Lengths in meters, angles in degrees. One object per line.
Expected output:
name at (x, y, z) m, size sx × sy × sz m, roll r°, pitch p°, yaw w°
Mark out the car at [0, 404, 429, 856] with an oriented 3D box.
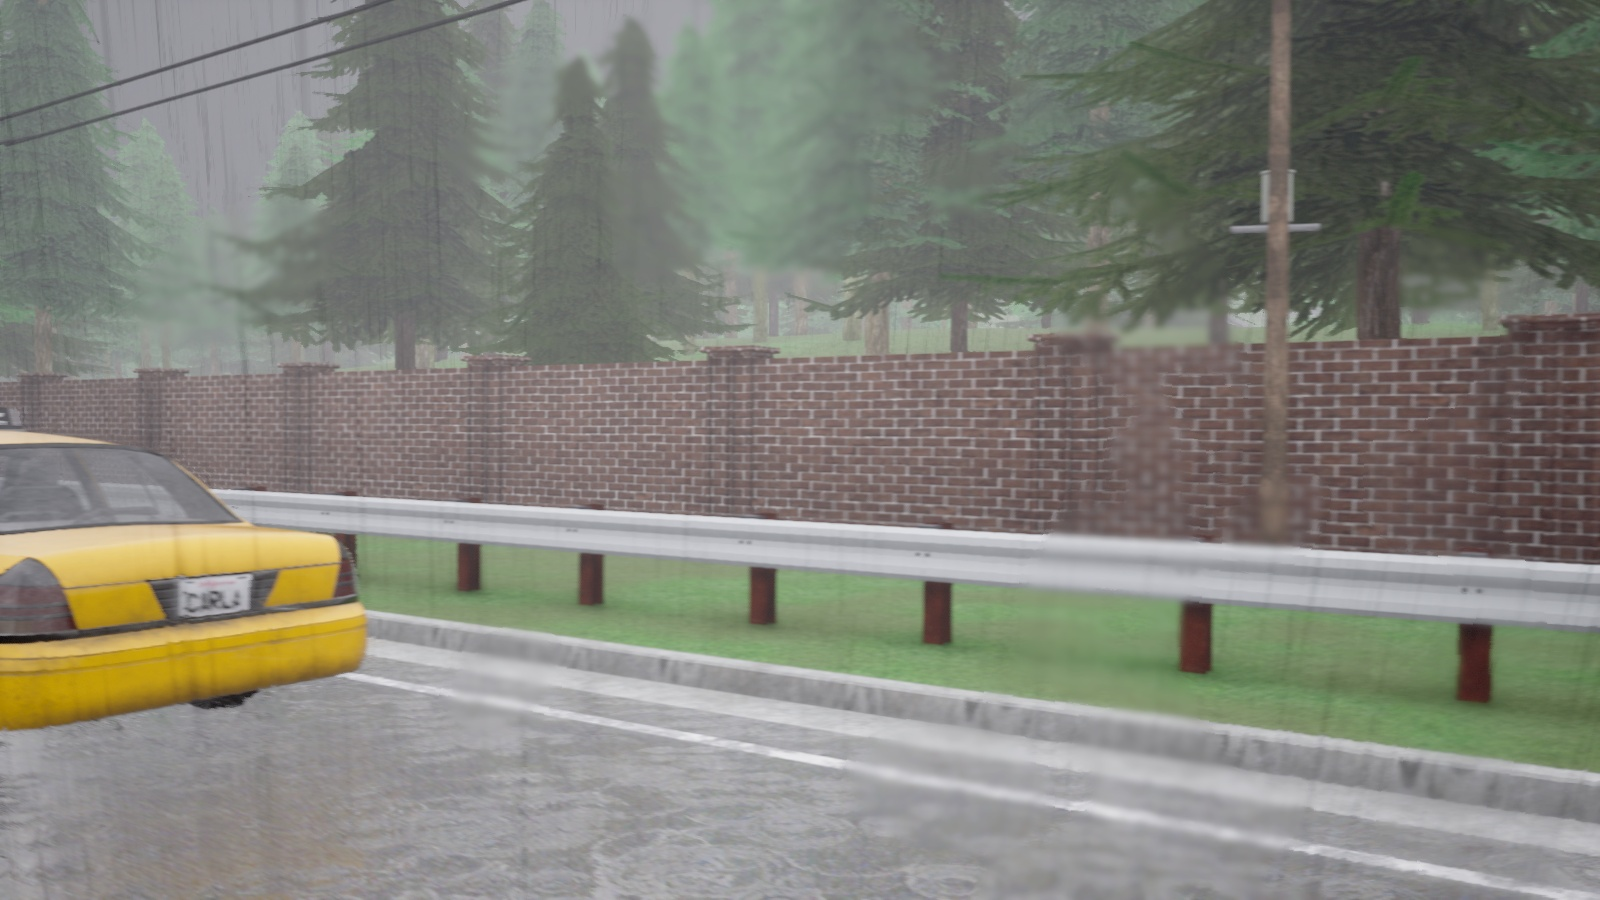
car at (-4.477, 0.619, 6.592) m, size 5.366 × 1.575 × 1.801 m, roll 0°, pitch 1°, yaw 33°
